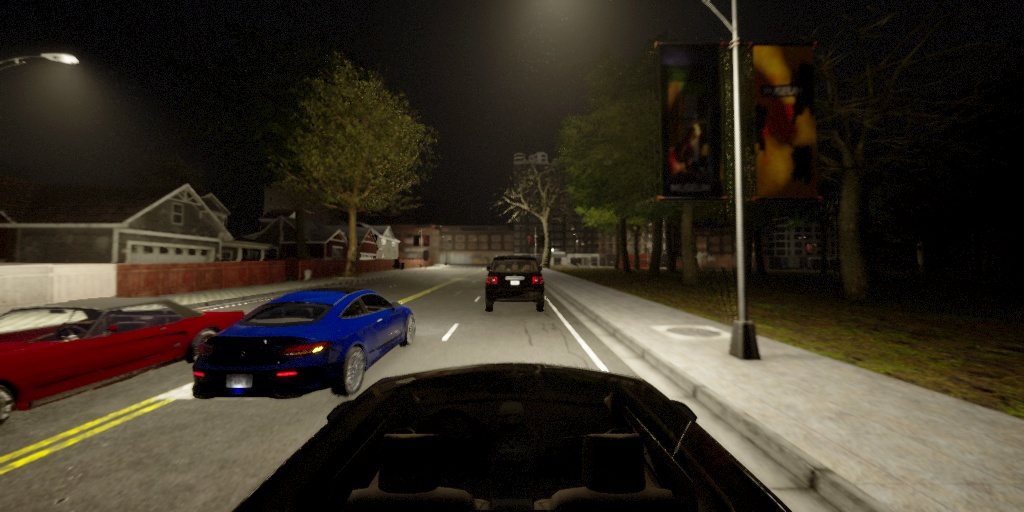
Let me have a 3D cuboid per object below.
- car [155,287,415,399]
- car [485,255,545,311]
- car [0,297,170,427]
[{"bbox_3d":[-3.149,1.283,6.440,1.812,1.442,4.674,0,0,0],"label":"car"},{"bbox_3d":[0.102,0.998,14.715,2.150,2.045,5.566,0,0,0],"label":"car"},{"bbox_3d":[-6.594,1.356,5.339,1.895,1.301,4.718,0,0,0],"label":"car"}]
